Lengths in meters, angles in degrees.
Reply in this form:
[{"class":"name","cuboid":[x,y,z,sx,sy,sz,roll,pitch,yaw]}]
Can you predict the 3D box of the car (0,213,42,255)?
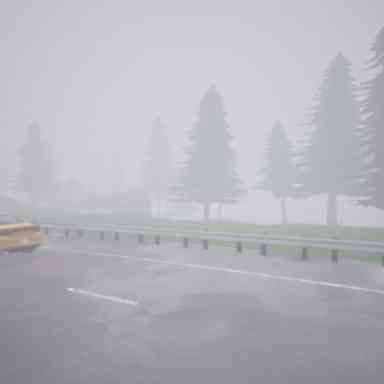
[{"class":"car","cuboid":[-7.736,1.487,12.135,5.008,1.535,1.882,0,0,27]}]
